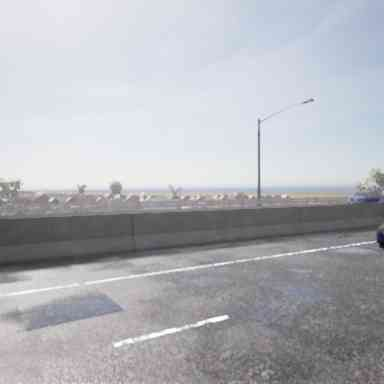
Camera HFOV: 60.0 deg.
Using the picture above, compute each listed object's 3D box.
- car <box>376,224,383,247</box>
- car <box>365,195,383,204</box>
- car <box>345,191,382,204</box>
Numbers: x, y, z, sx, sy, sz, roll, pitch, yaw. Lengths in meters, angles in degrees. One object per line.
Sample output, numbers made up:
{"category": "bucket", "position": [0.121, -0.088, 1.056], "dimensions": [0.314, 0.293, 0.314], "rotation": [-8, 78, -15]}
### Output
{"category": "car", "position": [9.082, 1.457, 12.886], "dimensions": [4.181, 1.385, 1.994], "rotation": [0, 0, -31]}
{"category": "car", "position": [21.856, 1.307, 37.091], "dimensions": [4.718, 1.301, 1.895], "rotation": [0, 0, -31]}
{"category": "car", "position": [21.240, 0.910, 40.798], "dimensions": [5.566, 2.045, 2.150], "rotation": [0, 0, -31]}
